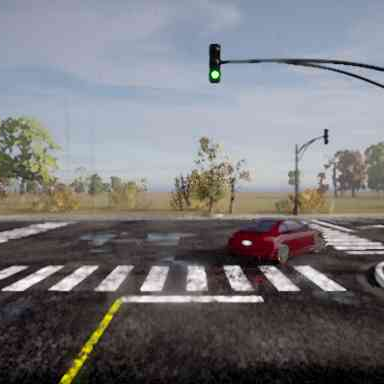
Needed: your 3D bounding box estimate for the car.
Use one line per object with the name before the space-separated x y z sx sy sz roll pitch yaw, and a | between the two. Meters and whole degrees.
car | 3.148 1.596 12.049 1.994 1.385 4.181 -1 -1 44
